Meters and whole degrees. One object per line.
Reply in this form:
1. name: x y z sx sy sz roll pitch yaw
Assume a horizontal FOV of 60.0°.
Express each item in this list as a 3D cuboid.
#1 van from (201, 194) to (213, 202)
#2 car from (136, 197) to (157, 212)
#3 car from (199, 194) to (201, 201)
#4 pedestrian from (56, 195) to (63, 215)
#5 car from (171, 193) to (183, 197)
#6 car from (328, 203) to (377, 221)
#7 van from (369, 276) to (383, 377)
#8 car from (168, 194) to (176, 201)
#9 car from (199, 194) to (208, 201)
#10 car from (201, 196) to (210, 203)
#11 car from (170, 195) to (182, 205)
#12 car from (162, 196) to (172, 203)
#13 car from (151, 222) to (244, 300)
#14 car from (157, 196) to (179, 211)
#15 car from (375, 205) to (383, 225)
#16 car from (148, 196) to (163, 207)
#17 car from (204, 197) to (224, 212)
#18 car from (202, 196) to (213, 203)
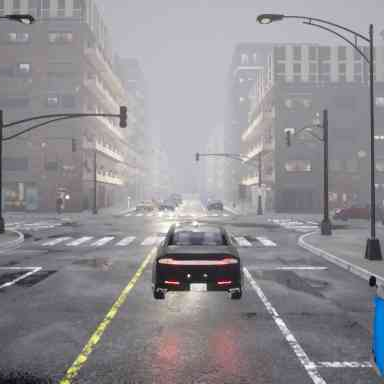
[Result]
1. van: 2.829 1.365 56.774 1.690 1.788 3.998 1 0 0
2. car: -5.590 1.541 39.695 1.752 1.417 4.829 1 0 0
3. car: 2.851 1.555 68.230 1.752 1.417 4.829 1 0 0
4. pedestrian: -12.471 1.219 31.322 0.375 1.860 0.375 0 -1 1
5. car: -2.930 1.247 61.484 2.150 2.045 5.566 0 0 1
6. car: 13.702 1.609 28.008 4.097 1.590 1.967 0 -1 1
7. van: 2.678 1.342 1.901 1.690 1.788 3.998 1 0 0
8. car: -5.480 1.484 90.649 1.967 1.590 4.097 1 0 0
9. car: 2.890 1.355 84.987 2.192 1.841 5.009 1 0 0
10. car: 2.861 1.615 73.702 1.802 1.307 4.206 1 0 0
11. car: -2.984 1.546 50.747 1.812 1.442 4.674 0 0 0
12. car: -5.517 1.578 73.721 1.887 1.381 4.507 1 0 0
13. car: 0.119 1.494 8.389 2.128 1.511 4.902 0 0 0
14. car: -3.013 1.563 40.843 2.033 1.411 5.357 0 0 0
15. car: 13.580 1.584 19.627 4.313 1.339 1.947 0 -1 1
16. car: -5.565 1.461 51.150 1.967 1.590 4.097 1 0 0
17. car: 2.789 1.581 39.847 1.947 1.339 4.313 1 0 0
18. car: 2.801 1.569 45.490 2.008 1.369 4.403 1 0 0
